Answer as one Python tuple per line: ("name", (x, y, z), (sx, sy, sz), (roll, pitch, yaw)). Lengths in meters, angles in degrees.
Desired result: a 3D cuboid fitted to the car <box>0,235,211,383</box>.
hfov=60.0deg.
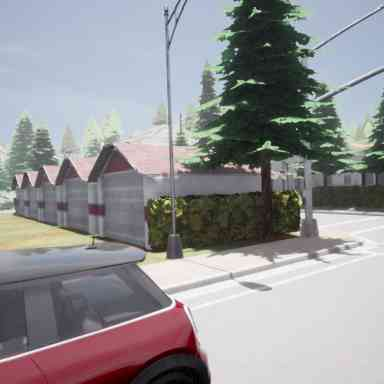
("car", (-2.108, 1.355, 2.491), (4.553, 1.767, 2.097), (-2, 1, -36))
